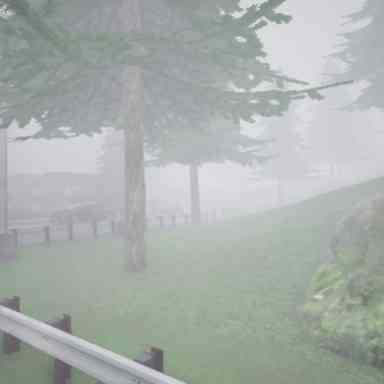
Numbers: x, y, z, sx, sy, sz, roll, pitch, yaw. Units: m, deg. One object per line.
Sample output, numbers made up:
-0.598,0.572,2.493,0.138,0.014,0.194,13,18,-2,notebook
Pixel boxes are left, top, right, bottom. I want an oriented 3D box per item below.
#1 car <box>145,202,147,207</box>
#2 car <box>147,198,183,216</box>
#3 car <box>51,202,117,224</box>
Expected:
-3.922,1.544,43.020,2.033,1.411,5.357,0,0,-44,car
-2.320,1.513,32.553,1.812,1.442,4.674,0,0,18,car
-7.622,1.492,23.794,1.837,1.490,4.892,0,0,35,car
